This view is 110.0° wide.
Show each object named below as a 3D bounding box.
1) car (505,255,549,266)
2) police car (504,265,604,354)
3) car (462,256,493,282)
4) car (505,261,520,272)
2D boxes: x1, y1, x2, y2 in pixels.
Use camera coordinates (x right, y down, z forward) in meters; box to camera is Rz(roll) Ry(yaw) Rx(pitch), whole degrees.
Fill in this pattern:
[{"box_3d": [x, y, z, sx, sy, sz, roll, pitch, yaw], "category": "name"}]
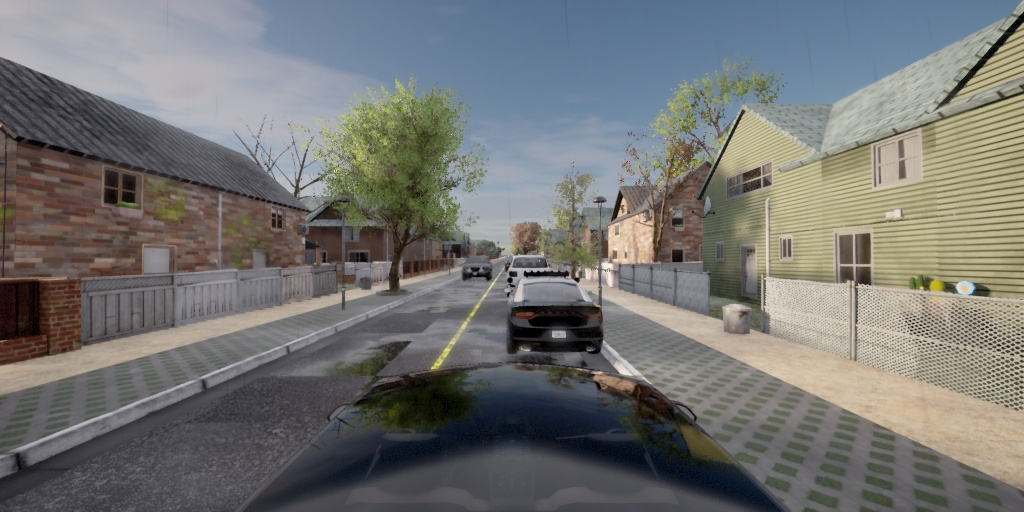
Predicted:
[{"box_3d": [0.834, 0.978, 18.832, 2.150, 2.045, 5.566, 0, 0, 0], "category": "car"}, {"box_3d": [0.829, 1.177, 8.909, 1.930, 1.638, 5.238, 0, 0, 0], "category": "police car"}, {"box_3d": [-2.736, 0.976, 29.422, 2.150, 2.045, 5.566, 0, 0, 0], "category": "car"}, {"box_3d": [0.053, 1.350, 46.646, 1.895, 1.301, 4.718, 0, 0, 1], "category": "car"}]
